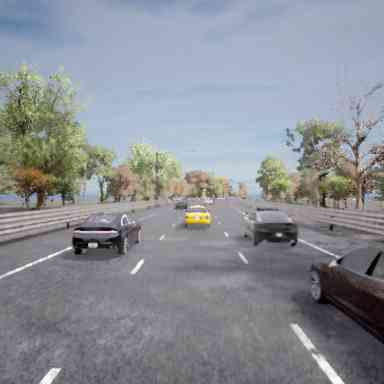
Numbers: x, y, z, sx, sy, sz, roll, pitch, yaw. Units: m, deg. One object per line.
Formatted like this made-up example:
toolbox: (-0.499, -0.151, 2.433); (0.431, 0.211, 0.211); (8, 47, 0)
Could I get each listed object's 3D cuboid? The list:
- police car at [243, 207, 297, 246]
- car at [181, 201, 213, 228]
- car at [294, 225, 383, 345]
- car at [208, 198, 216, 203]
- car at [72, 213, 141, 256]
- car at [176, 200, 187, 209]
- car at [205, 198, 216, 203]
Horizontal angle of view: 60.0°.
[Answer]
police car: (3.656, 1.580, 16.302); (1.930, 1.638, 5.238); (0, -1, 1)
car: (0.415, 1.677, 24.349); (1.801, 1.575, 5.366); (0, -1, 2)
car: (3.508, 1.560, 5.345); (2.163, 1.488, 4.792); (0, -1, 0)
car: (5.640, 2.490, 94.070); (1.994, 1.385, 4.181); (0, -1, 7)
car: (-3.316, 1.609, 13.729); (2.128, 1.511, 4.902); (0, -1, 1)
car: (-1.545, 1.988, 54.533); (2.128, 1.511, 4.902); (1, 0, 4)
car: (3.995, 2.371, 79.291); (1.895, 1.301, 4.718); (0, -1, 6)
